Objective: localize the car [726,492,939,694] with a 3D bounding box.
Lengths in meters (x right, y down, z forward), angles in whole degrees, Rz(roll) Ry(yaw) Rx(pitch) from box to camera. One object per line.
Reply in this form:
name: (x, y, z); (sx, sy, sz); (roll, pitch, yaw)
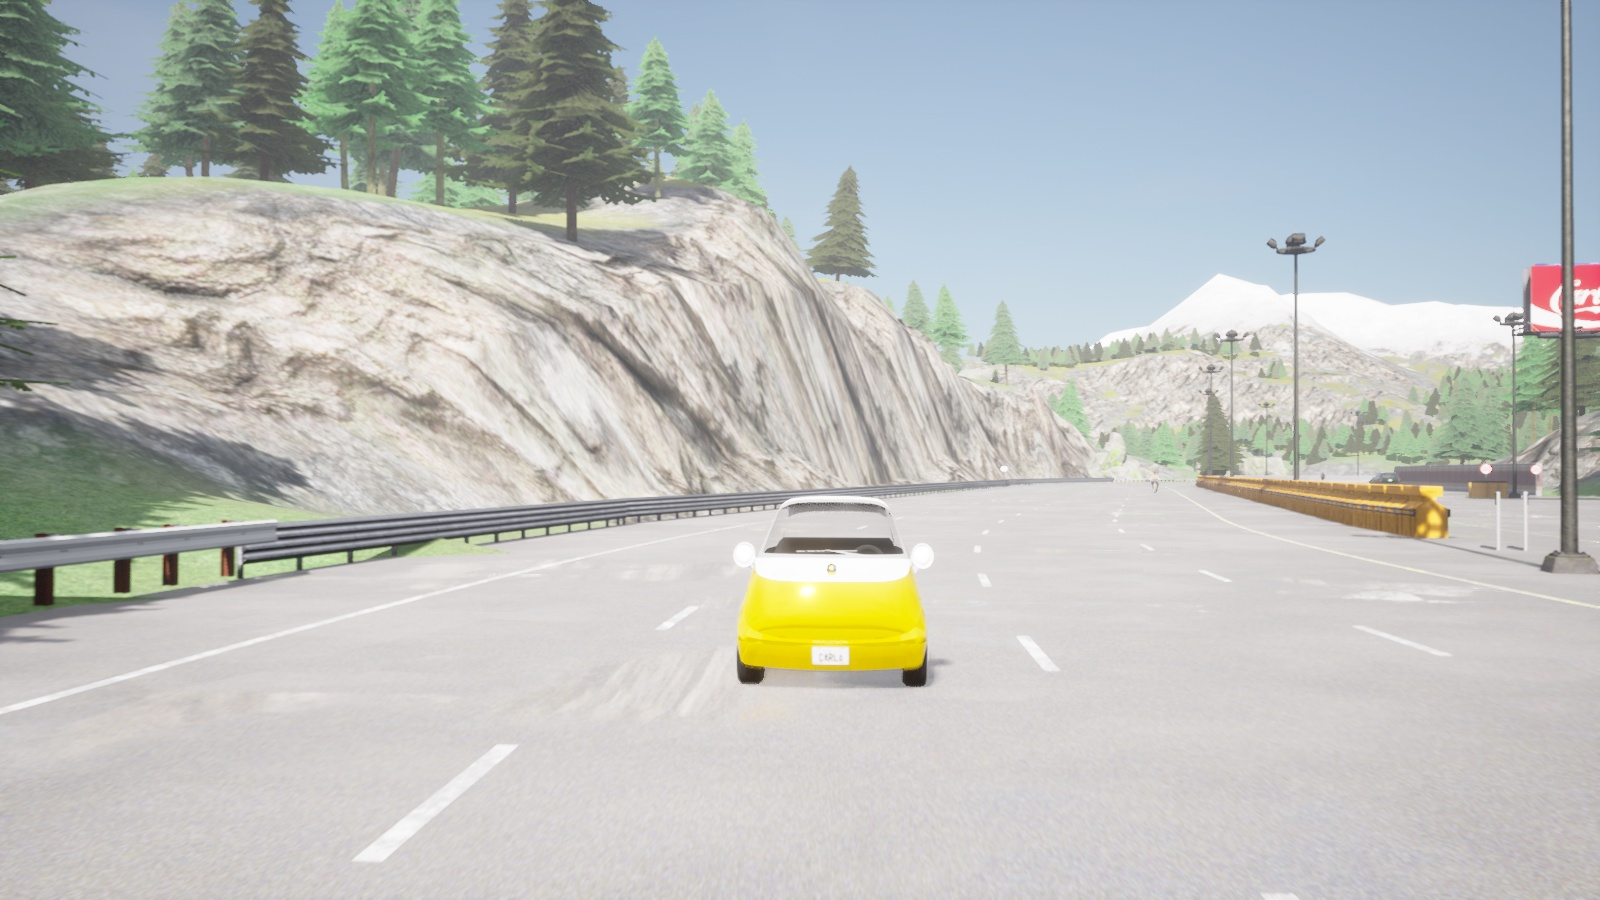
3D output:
car: (0.285, 1.034, 9.871); (1.481, 1.376, 2.207); (0, -1, 3)
